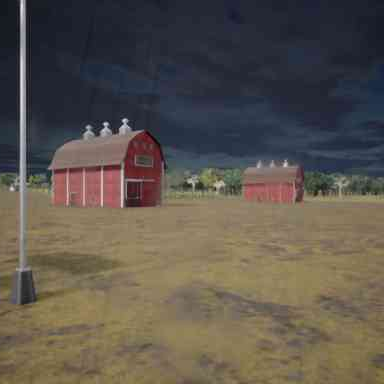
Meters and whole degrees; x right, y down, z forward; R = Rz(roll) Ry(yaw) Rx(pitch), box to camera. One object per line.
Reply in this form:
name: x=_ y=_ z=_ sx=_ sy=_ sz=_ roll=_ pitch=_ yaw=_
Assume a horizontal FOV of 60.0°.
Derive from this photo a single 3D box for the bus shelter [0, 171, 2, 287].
bus shelter: x=-6.624 y=0.875 z=8.235 sx=3.880 sy=2.740 sz=1.920 roll=0 pitch=0 yaw=36
